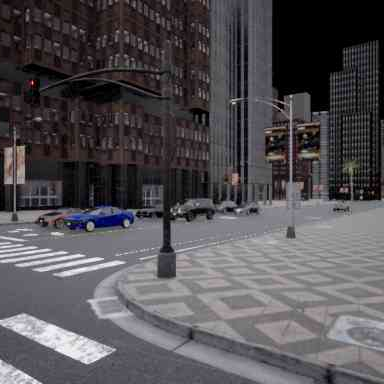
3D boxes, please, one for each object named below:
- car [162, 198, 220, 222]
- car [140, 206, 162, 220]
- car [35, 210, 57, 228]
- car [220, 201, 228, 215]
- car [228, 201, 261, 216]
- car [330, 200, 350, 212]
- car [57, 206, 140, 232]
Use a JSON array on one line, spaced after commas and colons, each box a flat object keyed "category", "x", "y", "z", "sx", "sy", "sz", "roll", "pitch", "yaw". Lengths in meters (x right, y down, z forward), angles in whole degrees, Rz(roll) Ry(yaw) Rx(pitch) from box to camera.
[{"category": "car", "x": 0.066, "y": 1.616, "z": 31.104, "sx": 2.150, "sy": 2.045, "sz": 5.566, "roll": 0, "pitch": -1, "yaw": 35}, {"category": "car", "x": -3.286, "y": 1.974, "z": 31.988, "sx": 1.895, "sy": 1.301, "sz": 4.718, "roll": 0, "pitch": -1, "yaw": 35}, {"category": "car", "x": -8.959, "y": 1.794, "z": 23.938, "sx": 1.994, "sy": 1.385, "sz": 4.181, "roll": 0, "pitch": -1, "yaw": 36}, {"category": "car", "x": 3.987, "y": 1.908, "z": 42.280, "sx": 2.097, "sy": 1.767, "sz": 4.553, "roll": 0, "pitch": -1, "yaw": 35}, {"category": "car", "x": 6.781, "y": 2.056, "z": 40.598, "sx": 2.128, "sy": 1.511, "sz": 4.902, "roll": 0, "pitch": -1, "yaw": 35}, {"category": "car", "x": 24.186, "y": 2.430, "z": 53.681, "sx": 2.033, "sy": 1.411, "sz": 5.357, "roll": 0, "pitch": -1, "yaw": 34}, {"category": "car", "x": -6.095, "y": 1.717, "z": 22.365, "sx": 1.882, "sy": 1.535, "sz": 5.008, "roll": 0, "pitch": -1, "yaw": 35}]
